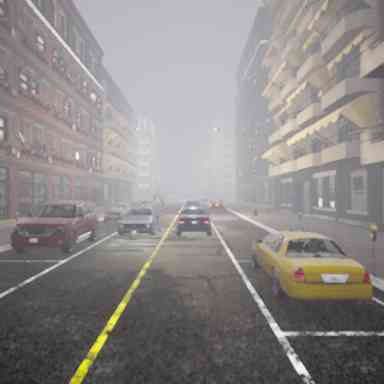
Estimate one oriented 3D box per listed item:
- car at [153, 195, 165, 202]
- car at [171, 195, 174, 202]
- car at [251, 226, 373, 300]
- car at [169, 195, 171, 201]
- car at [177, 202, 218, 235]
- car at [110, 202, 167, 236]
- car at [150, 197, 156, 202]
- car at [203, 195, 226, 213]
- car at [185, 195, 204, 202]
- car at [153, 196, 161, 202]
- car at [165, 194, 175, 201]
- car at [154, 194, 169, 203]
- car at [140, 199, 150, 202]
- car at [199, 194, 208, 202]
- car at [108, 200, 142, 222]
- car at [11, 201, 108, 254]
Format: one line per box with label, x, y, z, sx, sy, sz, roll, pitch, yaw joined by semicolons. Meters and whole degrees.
car;-5.306;1.505;46.957;2.008;1.369;4.403;1;0;0
car;-5.310;1.505;74.702;1.802;1.307;4.206;1;0;0
car;2.574;1.518;8.305;1.752;1.417;4.829;1;0;0
car;-5.306;1.508;58.055;1.947;1.339;4.313;1;0;0
car;0.100;1.530;18.688;2.033;1.411;5.357;0;0;0
car;-2.750;1.530;18.505;2.033;1.411;5.357;0;0;0
car;-5.306;1.548;35.859;1.802;1.307;4.206;1;0;0
car;2.576;1.406;35.880;1.967;1.590;4.097;1;0;0
car;0.101;1.439;40.356;1.882;1.535;5.008;0;0;0
car;-5.306;1.543;41.408;1.802;1.307;4.206;1;0;0
car;-5.312;1.357;80.251;1.967;1.590;4.097;1;0;0
car;-5.303;1.264;52.506;2.192;1.841;5.009;1;0;0
car;-5.306;1.538;30.310;1.947;1.339;4.313;1;0;0
car;2.576;1.363;74.724;1.967;1.590;4.097;1;0;0
car;-5.306;1.528;24.761;2.008;1.369;4.403;1;0;0
car;-5.303;1.303;13.663;2.192;1.841;5.009;1;0;0
